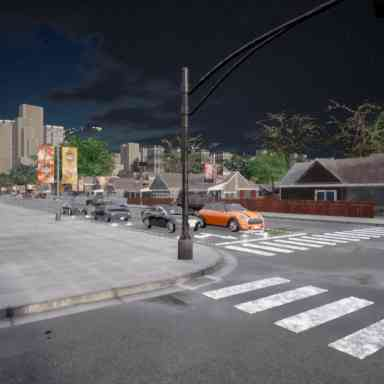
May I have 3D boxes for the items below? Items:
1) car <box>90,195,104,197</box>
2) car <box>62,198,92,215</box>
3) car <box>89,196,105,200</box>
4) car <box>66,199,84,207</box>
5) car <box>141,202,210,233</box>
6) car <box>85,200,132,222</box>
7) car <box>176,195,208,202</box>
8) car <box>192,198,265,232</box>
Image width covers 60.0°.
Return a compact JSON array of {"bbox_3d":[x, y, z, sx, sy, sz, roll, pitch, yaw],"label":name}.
[{"bbox_3d":[-17.569,1.562,60.452,2.150,2.045,5.566,0,-1,-35],"label":"car"},{"bbox_3d":[-13.105,1.730,37.033,1.837,1.490,4.892,0,0,-35],"label":"car"},{"bbox_3d":[-12.842,1.752,48.202,1.882,1.535,5.008,0,-1,-35],"label":"car"},{"bbox_3d":[-21.141,1.956,59.872,1.895,1.301,4.718,0,0,-35],"label":"car"},{"bbox_3d":[-1.377,1.592,20.540,2.128,1.511,4.902,0,0,-35],"label":"car"},{"bbox_3d":[-7.092,1.710,28.556,2.033,1.411,5.357,0,0,-36],"label":"car"},{"bbox_3d":[-0.232,1.393,36.102,2.150,2.045,5.566,0,0,-35],"label":"car"},{"bbox_3d":[2.366,1.440,20.911,2.097,1.767,4.553,0,0,-36],"label":"car"}]
